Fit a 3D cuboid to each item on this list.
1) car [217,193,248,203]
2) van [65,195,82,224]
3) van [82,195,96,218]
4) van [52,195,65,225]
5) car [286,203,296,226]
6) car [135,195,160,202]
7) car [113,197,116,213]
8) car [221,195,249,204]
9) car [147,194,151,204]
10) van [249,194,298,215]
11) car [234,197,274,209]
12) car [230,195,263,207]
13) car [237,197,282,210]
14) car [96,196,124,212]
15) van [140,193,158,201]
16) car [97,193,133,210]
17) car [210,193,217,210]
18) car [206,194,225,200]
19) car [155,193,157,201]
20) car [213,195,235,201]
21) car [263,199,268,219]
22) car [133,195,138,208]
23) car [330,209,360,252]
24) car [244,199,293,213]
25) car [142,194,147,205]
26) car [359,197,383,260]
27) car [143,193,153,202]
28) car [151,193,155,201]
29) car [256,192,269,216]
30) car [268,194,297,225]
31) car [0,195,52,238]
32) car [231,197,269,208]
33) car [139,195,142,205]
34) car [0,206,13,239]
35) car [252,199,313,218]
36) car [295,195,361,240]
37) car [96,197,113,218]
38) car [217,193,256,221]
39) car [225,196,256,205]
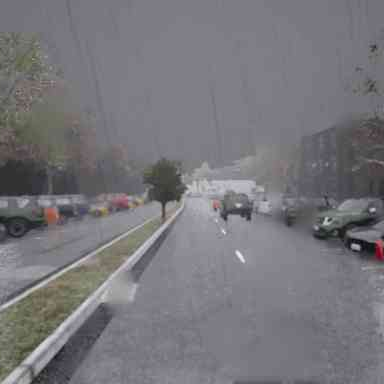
[{"bbox_3d":[8.116,1.207,66.505,5.566,2.045,2.435,1,0,-22],"label":"car"},{"bbox_3d":[-9.976,1.228,22.504,4.442,1.987,1.878,-1,0,-19],"label":"van"},{"bbox_3d":[-9.935,1.227,25.482,4.442,1.987,1.878,-1,0,-19],"label":"van"},{"bbox_3d":[-10.016,1.229,19.527,4.442,1.987,1.878,-1,0,-19],"label":"van"},{"bbox_3d":[8.018,1.528,18.287,4.792,1.488,2.163,1,0,-19],"label":"car"},{"bbox_3d":[-10.585,1.426,78.894,5.366,1.575,1.946,-1,0,-23],"label":"car"},{"bbox_3d":[-9.983,1.481,31.379,4.792,1.488,2.163,-1,0,-19],"label":"car"},{"bbox_3d":[8.234,1.463,63.499,5.008,1.535,2.097,1,0,-22],"label":"car"},{"bbox_3d":[-9.888,1.471,55.127,4.792,1.488,2.163,-1,0,-21],"label":"car"},{"bbox_3d":[8.167,1.262,33.283,4.442,1.987,1.878,1,0,-19],"label":"van"},{"bbox_3d":[8.415,1.481,45.376,5.008,1.535,2.097,1,0,-20],"label":"car"},{"bbox_3d":[8.388,1.349,51.415,4.553,1.767,2.185,1,0,-21],"label":"car"},{"bbox_3d":[8.556,1.483,42.431,5.366,1.575,1.946,1,0,-20],"label":"car"},{"bbox_3d":[-9.888,1.479,34.381,4.792,1.488,2.163,-1,0,-19],"label":"car"},{"bbox_3d":[-11.273,1.200,87.728,4.442,1.987,1.878,-1,0,-24],"label":"van"},{"bbox_3d":[-9.903,1.197,37.330,5.566,2.045,2.435,-1,0,-19],"label":"car"},{"bbox_3d":[3.698,1.337,41.480,2.097,1.767,4.553,0,0,1],"label":"car"},{"bbox_3d":[6.690,1.465,93.627,4.792,1.488,2.163,1,0,-25],"label":"car"},{"bbox_3d":[-10.335,1.436,66.914,5.366,1.575,1.946,-1,0,-22],"label":"car"},{"bbox_3d":[7.586,1.486,78.595,4.674,1.452,2.002,1,0,-24],"label":"car"},{"bbox_3d":[8.139,1.495,24.308,5.008,1.535,2.097,1,0,-19],"label":"car"},{"bbox_3d":[-9.670,1.442,40.380,5.366,1.575,1.946,-1,0,-19],"label":"car"},{"bbox_3d":[7.927,1.532,12.275,4.792,1.488,2.163,1,0,-19],"label":"car"},{"bbox_3d":[8.340,1.518,36.350,4.792,1.488,2.163,1,0,-19],"label":"car"},{"bbox_3d":[-9.801,1.444,49.217,5.008,1.535,2.097,-1,0,-20],"label":"car"},{"bbox_3d":[7.885,1.253,9.266,5.566,2.045,2.435,1,0,-19],"label":"car"},{"bbox_3d":[-9.880,1.469,58.122,4.792,1.488,2.163,-1,0,-21],"label":"car"},{"bbox_3d":[-9.969,1.439,61.066,5.008,1.535,2.097,-1,0,-21],"label":"car"},{"bbox_3d":[8.210,1.243,27.326,5.566,2.045,2.435,1,0,-19],"label":"car"},{"bbox_3d":[8.119,1.246,21.319,5.566,2.045,2.435,1,0,-19],"label":"car"},{"bbox_3d":[-10.197,1.207,16.498,5.566,2.045,2.435,-1,0,-19],"label":"car"},{"bbox_3d":[8.403,1.479,48.395,4.892,1.521,2.231,1,0,-20],"label":"car"},{"bbox_3d":[-9.780,1.319,46.261,4.553,1.767,2.185,-1,0,-20],"label":"car"},{"bbox_3d":[-10.214,1.499,13.536,4.674,1.452,2.002,-1,0,-19],"label":"car"},{"bbox_3d":[8.230,1.492,30.318,5.008,1.535,2.097,1,0,-19],"label":"car"},{"bbox_3d":[7.979,1.249,15.279,5.566,2.045,2.435,1,0,-19],"label":"car"},{"bbox_3d":[-9.822,1.447,28.479,5.366,1.575,1.946,-1,0,-19],"label":"car"},{"bbox_3d":[3.521,1.207,27.582,2.150,2.045,5.566,0,-1,1],"label":"car"},{"bbox_3d":[8.350,1.469,57.462,5.008,1.535,2.097,1,0,-21],"label":"car"}]
